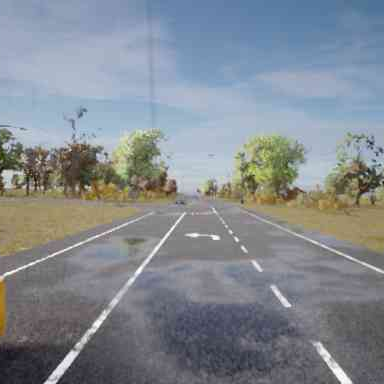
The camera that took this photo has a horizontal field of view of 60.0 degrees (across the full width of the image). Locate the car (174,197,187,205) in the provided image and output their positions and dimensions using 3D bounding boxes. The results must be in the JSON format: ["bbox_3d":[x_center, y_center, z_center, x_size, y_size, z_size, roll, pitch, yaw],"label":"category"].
[{"bbox_3d":[-2.028,1.541,56.742,1.837,1.490,4.892,1,-2,1],"label":"car"}]

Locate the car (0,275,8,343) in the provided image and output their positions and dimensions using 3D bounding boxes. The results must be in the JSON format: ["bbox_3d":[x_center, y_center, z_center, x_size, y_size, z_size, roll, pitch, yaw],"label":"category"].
[{"bbox_3d":[-3.374,1.462,2.339,1.882,1.535,5.008,0,0,0],"label":"car"}]
